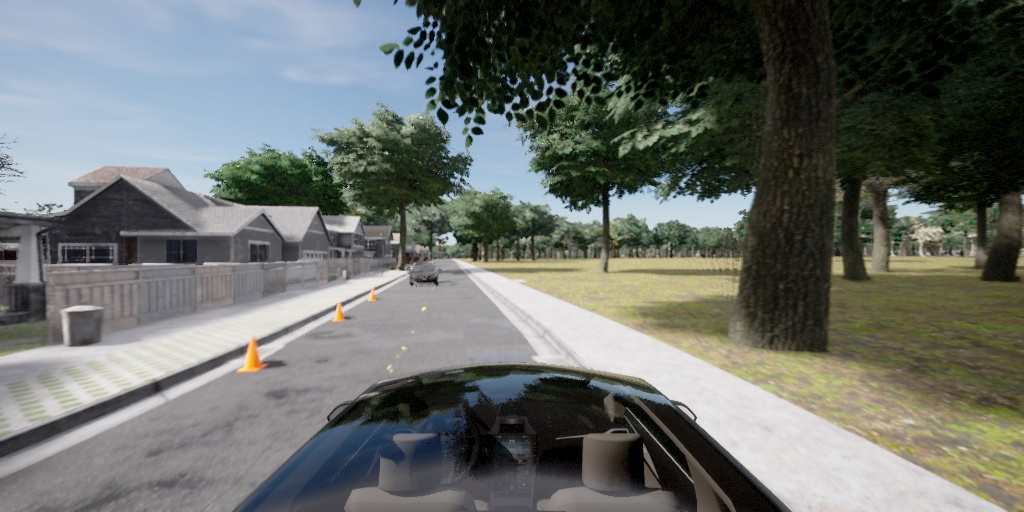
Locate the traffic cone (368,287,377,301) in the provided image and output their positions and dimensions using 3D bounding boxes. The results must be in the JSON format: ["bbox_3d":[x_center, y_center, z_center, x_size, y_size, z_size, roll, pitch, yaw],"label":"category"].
[{"bbox_3d":[-6.284,1.700,16.163,0.340,0.580,0.340,0,0,-10],"label":"traffic cone"}]

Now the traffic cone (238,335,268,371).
[{"bbox_3d":[-4.650,1.724,6.444,0.340,0.580,0.340,0,0,-7],"label":"traffic cone"}]

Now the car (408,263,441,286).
[{"bbox_3d":[-6.065,1.220,24.886,1.837,1.490,4.892,0,0,-13],"label":"car"}]

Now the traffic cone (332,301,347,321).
[{"bbox_3d":[-5.413,1.711,11.239,0.340,0.580,0.340,0,0,-10],"label":"traffic cone"}]
